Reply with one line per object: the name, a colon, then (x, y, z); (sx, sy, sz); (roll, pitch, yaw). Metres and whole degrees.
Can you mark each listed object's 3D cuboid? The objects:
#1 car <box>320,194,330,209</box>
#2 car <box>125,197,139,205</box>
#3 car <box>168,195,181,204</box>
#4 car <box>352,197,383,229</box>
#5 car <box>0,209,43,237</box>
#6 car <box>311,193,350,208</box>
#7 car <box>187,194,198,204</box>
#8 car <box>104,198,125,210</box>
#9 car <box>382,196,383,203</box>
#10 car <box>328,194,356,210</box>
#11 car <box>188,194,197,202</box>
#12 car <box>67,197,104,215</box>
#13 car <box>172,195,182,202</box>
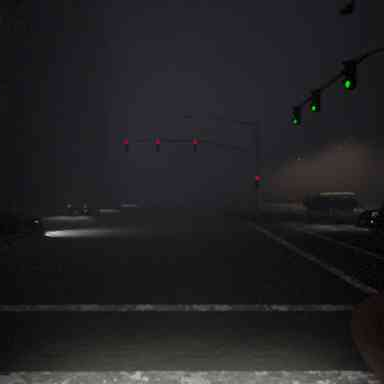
car: (21.798, 1.383, 49.679); (3.905, 1.438, 1.784); (0, 0, 1)
car: (-10.502, 1.521, 58.355); (1.994, 1.385, 4.181); (0, 0, 2)
car: (-3.429, 1.305, 63.876); (2.097, 1.767, 4.553); (0, 0, 0)
car: (13.242, 1.392, 21.432); (4.553, 1.767, 2.097); (0, 0, 1)
car: (-9.983, 1.577, 17.153); (4.181, 1.385, 1.994); (0, 0, -23)
car: (21.783, 1.171, 52.362); (4.605, 1.855, 1.932); (0, 0, 1)
car: (0.071, 1.305, 63.854); (2.097, 1.767, 4.553); (0, 0, 0)
car: (-10.646, 1.516, 43.395); (2.033, 1.411, 5.357); (0, 0, 0)
car: (37.018, 1.375, 60.610); (3.905, 1.438, 1.784); (0, 0, 1)
car: (21.759, 1.417, 46.784); (3.806, 1.475, 1.970); (0, 0, 1)
car: (0.133, 1.308, 73.983); (1.837, 1.490, 4.892); (0, 0, 0)
car: (-10.705, 1.328, 33.007); (2.097, 1.767, 4.553); (0, 0, 0)
car: (-3.367, 1.403, 74.034); (1.895, 1.301, 4.718); (0, 0, 0)
